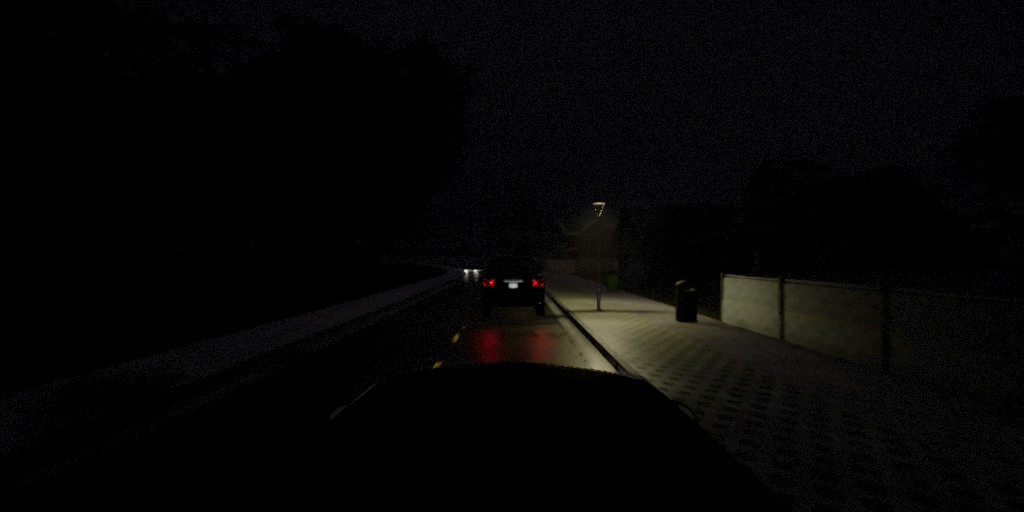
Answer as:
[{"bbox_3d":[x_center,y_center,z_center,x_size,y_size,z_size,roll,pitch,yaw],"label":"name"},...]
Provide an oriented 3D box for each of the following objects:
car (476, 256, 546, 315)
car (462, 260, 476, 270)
[{"bbox_3d":[0.061,1.011,13.892,2.150,2.045,5.566,0,0,0],"label":"car"},{"bbox_3d":[-6.300,1.261,53.476,1.812,1.442,4.674,0,0,-16],"label":"car"}]
